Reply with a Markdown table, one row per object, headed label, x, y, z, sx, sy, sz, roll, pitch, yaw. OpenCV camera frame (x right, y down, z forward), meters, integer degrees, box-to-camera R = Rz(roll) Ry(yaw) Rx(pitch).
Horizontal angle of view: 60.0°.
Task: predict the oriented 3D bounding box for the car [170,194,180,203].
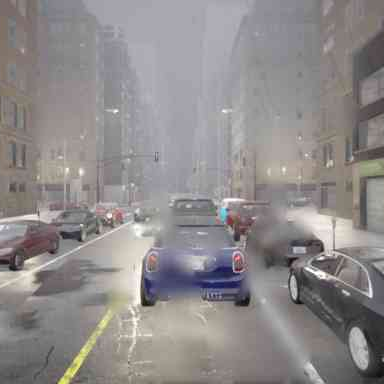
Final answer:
| label | x | y | z | sx | sy | sz | roll | pitch | yaw |
| --- | --- | --- | --- | --- | --- | --- | --- | --- | --- |
| car | -3.613 | 1.387 | 71.362 | 2.097 | 1.767 | 4.553 | 0 | 0 | -1 |

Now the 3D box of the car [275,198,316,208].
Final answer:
| label | x | y | z | sx | sy | sz | roll | pitch | yaw |
| --- | --- | --- | --- | --- | --- | --- | --- | --- | --- |
| car | 15.047 | 1.540 | 48.741 | 5.357 | 1.411 | 2.033 | 0 | 0 | 0 |

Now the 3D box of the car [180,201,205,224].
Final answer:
| label | x | y | z | sx | sy | sz | roll | pitch | yaw |
| --- | --- | --- | --- | --- | --- | --- | --- | --- | --- |
| car | 0.025 | 1.526 | 26.053 | 1.812 | 1.442 | 4.674 | 0 | 0 | -1 |

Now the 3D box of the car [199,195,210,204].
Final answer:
| label | x | y | z | sx | sy | sz | roll | pitch | yaw |
| --- | --- | --- | --- | --- | --- | --- | --- | --- | --- |
| car | 2.386 | 1.466 | 65.786 | 1.967 | 1.590 | 4.097 | 0 | 0 | -1 |

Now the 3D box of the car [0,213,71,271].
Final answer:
| label | x | y | z | sx | sy | sz | roll | pitch | yaw |
| --- | --- | --- | --- | --- | --- | --- | --- | --- | --- |
| car | -5.694 | 1.582 | 10.817 | 1.802 | 1.307 | 4.206 | 0 | 0 | 0 |

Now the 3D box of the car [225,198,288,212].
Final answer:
| label | x | y | z | sx | sy | sz | roll | pitch | yaw |
| --- | --- | --- | --- | --- | --- | --- | --- | --- | --- |
| car | 2.816 | 1.315 | 16.374 | 2.192 | 1.841 | 5.009 | 0 | 0 | 0 |

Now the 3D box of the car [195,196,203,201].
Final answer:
| label | x | y | z | sx | sy | sz | roll | pitch | yaw |
| --- | --- | --- | --- | --- | --- | --- | --- | --- | --- |
| car | 1.824 | 1.638 | 88.395 | 1.802 | 1.307 | 4.206 | 0 | 0 | -1 |

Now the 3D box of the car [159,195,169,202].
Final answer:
| label | x | y | z | sx | sy | sz | roll | pitch | yaw |
| --- | --- | --- | --- | --- | --- | --- | --- | --- | --- |
| car | -6.417 | 1.478 | 76.890 | 1.967 | 1.590 | 4.097 | 0 | 0 | -1 |

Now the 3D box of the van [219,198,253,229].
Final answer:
| label | x | y | z | sx | sy | sz | roll | pitch | yaw |
| --- | --- | --- | --- | --- | --- | --- | --- | --- | --- |
| van | 2.800 | 1.341 | 21.898 | 1.690 | 1.788 | 3.998 | 0 | 0 | 0 |

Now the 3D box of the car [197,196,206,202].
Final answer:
| label | x | y | z | sx | sy | sz | roll | pitch | yaw |
| --- | --- | --- | --- | --- | --- | --- | --- | --- | --- |
| car | 2.105 | 1.620 | 77.093 | 1.802 | 1.307 | 4.206 | 0 | 0 | -1 |

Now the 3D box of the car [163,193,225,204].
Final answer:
| label | x | y | z | sx | sy | sz | roll | pitch | yaw |
| --- | --- | --- | --- | --- | --- | --- | --- | --- | --- |
| car | 0.058 | 1.222 | 15.487 | 2.150 | 2.045 | 5.566 | 0 | 0 | 0 |

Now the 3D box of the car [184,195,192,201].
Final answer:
| label | x | y | z | sx | sy | sz | roll | pitch | yaw |
| --- | --- | --- | --- | --- | --- | --- | --- | --- | --- |
| car | -1.099 | 1.614 | 91.021 | 1.994 | 1.385 | 4.181 | 0 | 0 | -1 |

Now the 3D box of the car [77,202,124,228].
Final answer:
| label | x | y | z | sx | sy | sz | roll | pitch | yaw |
| --- | --- | --- | --- | --- | --- | --- | --- | --- | --- |
| car | -5.726 | 1.440 | 21.867 | 1.967 | 1.590 | 4.097 | 0 | 0 | 0 |

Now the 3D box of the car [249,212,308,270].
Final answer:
| label | x | y | z | sx | sy | sz | roll | pitch | yaw |
| --- | --- | --- | --- | --- | --- | --- | --- | --- | --- |
| car | 2.831 | 1.566 | 10.850 | 1.947 | 1.339 | 4.313 | 0 | 0 | 0 |

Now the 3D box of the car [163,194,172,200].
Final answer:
| label | x | y | z | sx | sy | sz | roll | pitch | yaw |
| --- | --- | --- | --- | --- | --- | --- | --- | --- | --- |
| car | -6.841 | 1.389 | 93.850 | 2.192 | 1.841 | 5.009 | 0 | 0 | -1 |

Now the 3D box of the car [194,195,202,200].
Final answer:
| label | x | y | z | sx | sy | sz | roll | pitch | yaw |
| --- | --- | --- | --- | --- | --- | --- | --- | --- | --- |
| car | 1.682 | 1.618 | 94.048 | 1.887 | 1.381 | 4.507 | 0 | 0 | -1 |

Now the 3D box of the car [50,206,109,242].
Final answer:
| label | x | y | z | sx | sy | sz | roll | pitch | yaw |
| --- | --- | --- | --- | --- | --- | --- | --- | --- | --- |
| car | -5.710 | 1.566 | 16.342 | 1.947 | 1.339 | 4.313 | 0 | 0 | 0 |

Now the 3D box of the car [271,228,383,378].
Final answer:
| label | x | y | z | sx | sy | sz | roll | pitch | yaw |
| --- | --- | --- | --- | --- | --- | --- | --- | --- | --- |
| car | 2.848 | 1.551 | 5.327 | 2.008 | 1.369 | 4.403 | 0 | 0 | 0 |

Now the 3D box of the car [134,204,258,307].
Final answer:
| label | x | y | z | sx | sy | sz | roll | pitch | yaw |
| --- | --- | --- | --- | --- | --- | --- | --- | --- | --- |
| car | 0.030 | 1.352 | 8.146 | 2.097 | 1.767 | 4.553 | 0 | 0 | -1 |

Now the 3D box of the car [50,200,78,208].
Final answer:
| label | x | y | z | sx | sy | sz | roll | pitch | yaw |
| --- | --- | --- | --- | --- | --- | --- | --- | --- | --- |
| car | -14.201 | 1.572 | 38.543 | 4.181 | 1.385 | 1.994 | 0 | 0 | 0 |

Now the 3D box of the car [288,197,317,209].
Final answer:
| label | x | y | z | sx | sy | sz | roll | pitch | yaw |
| --- | --- | --- | --- | --- | --- | --- | --- | --- | --- |
| car | 14.912 | 1.480 | 45.489 | 4.902 | 1.511 | 2.128 | 0 | 0 | 0 |

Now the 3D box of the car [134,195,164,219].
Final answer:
| label | x | y | z | sx | sy | sz | roll | pitch | yaw |
| --- | --- | --- | --- | --- | --- | --- | --- | --- | --- |
| car | -3.128 | 1.352 | 25.660 | 2.097 | 1.767 | 4.553 | 0 | 0 | -1 |
